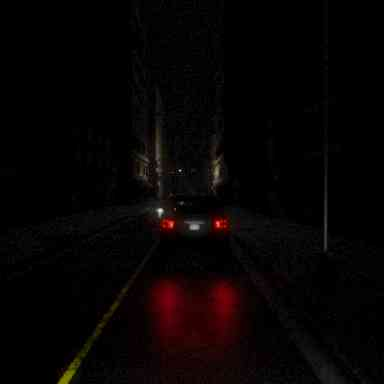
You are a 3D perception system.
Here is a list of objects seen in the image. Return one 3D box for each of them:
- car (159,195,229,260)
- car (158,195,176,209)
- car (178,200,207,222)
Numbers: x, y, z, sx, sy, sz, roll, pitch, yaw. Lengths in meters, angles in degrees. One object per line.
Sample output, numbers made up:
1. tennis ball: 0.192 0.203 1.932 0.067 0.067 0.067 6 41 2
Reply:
1. car: 0.070 1.134 12.232 2.150 2.045 5.566 0 -1 0
2. car: -3.086 1.191 42.017 1.882 1.535 5.008 0 0 0
3. car: 0.051 1.379 25.636 2.033 1.411 5.357 0 0 1
